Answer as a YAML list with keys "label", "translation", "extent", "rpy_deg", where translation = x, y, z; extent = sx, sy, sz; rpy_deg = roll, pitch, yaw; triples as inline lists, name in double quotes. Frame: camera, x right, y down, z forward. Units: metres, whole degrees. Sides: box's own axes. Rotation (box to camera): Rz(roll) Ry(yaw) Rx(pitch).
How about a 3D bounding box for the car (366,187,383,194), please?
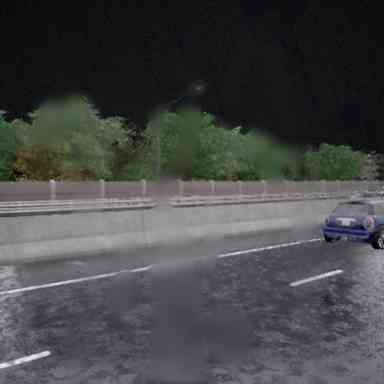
- label: "car"
  translation: [25.630, 0.343, 43.586]
  extent: [5.566, 2.045, 2.150]
  rpy_deg: [-1, 0, -35]

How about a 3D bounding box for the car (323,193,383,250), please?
- label: "car"
  translation: [7.292, 1.096, 13.223]
  extent: [4.553, 1.767, 2.097]
  rpy_deg: [-1, 1, -35]

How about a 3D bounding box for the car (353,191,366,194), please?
- label: "car"
  translation: [23.591, 0.610, 46.428]
  extent: [4.902, 1.511, 2.128]
  rpy_deg: [-1, 1, -35]
